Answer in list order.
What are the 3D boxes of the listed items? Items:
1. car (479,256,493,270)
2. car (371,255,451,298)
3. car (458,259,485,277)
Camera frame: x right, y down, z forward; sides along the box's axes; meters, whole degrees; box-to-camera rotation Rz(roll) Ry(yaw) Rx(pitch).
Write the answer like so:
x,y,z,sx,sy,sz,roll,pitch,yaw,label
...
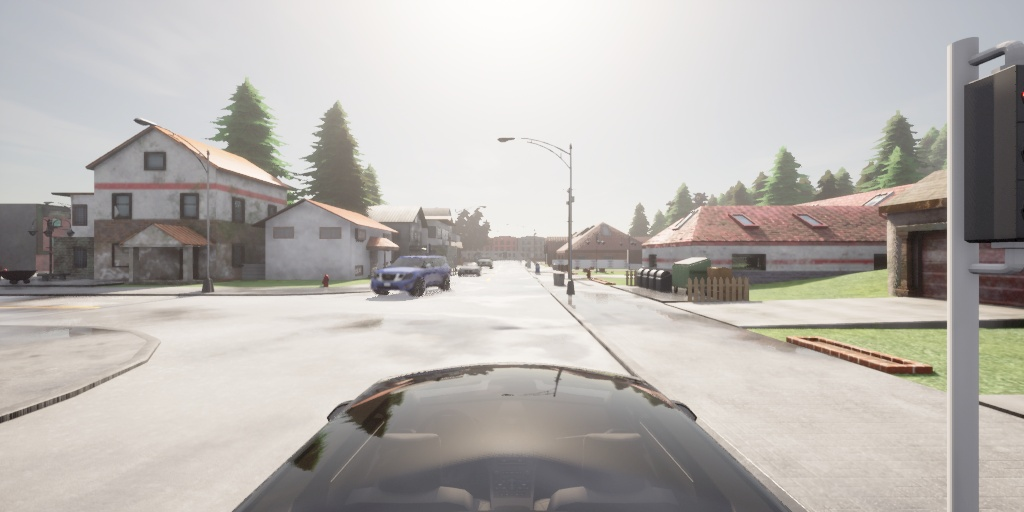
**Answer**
x,y,z,sx,sy,sz,roll,pitch,yaw,label
-4.066,0.970,54.161,2.150,2.045,5.566,0,0,0,car
-5.103,0.974,19.134,2.150,2.045,5.566,0,0,13,car
-4.088,1.312,35.471,1.994,1.385,4.181,0,0,0,car
